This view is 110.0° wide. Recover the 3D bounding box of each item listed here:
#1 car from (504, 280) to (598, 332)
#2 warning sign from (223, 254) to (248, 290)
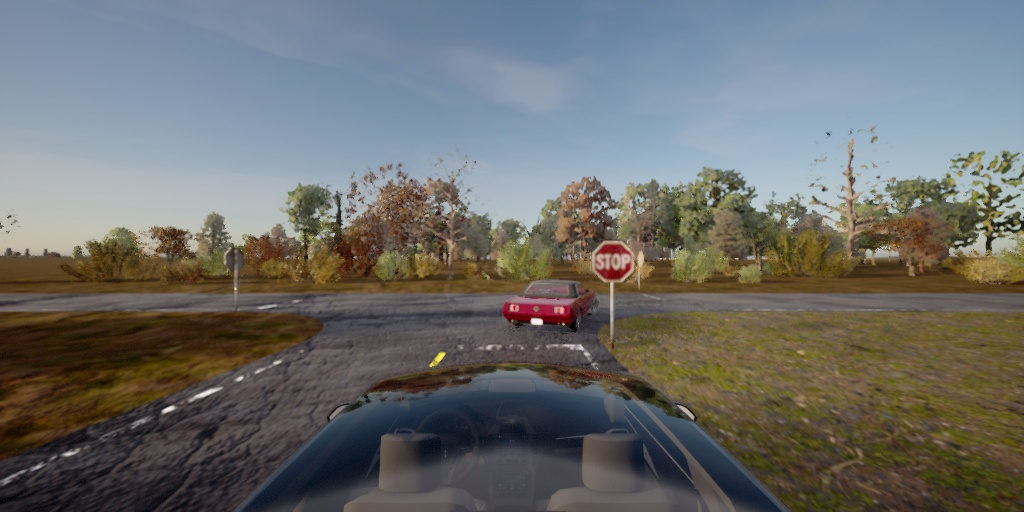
[{"bbox_3d":[1.441,1.399,11.231,1.895,1.301,4.718,0,0,21],"label":"car"},{"bbox_3d":[-16.109,0.984,20.861,1.060,1.860,1.300,0,0,0],"label":"warning sign"}]
